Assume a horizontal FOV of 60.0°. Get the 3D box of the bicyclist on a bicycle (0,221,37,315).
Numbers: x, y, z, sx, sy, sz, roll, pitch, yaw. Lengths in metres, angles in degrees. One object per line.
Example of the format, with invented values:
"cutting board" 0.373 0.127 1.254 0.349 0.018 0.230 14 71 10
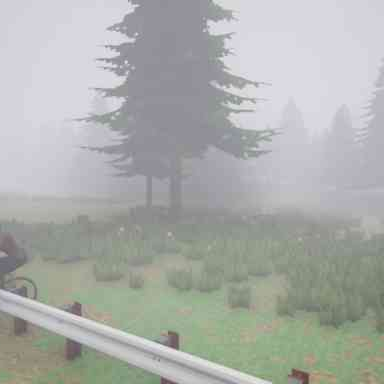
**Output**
"bicyclist on a bicycle" -3.440 1.326 5.783 1.656 1.620 0.582 16 -9 -40
